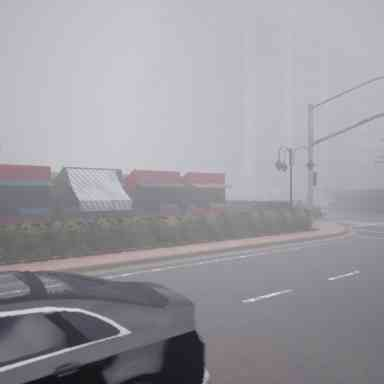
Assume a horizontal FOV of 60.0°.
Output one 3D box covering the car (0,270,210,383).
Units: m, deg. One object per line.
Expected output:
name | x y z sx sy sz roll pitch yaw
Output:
car | -2.130 1.491 2.476 4.902 1.511 2.128 0 0 -35

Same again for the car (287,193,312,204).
car | 19.024 1.114 59.110 1.905 1.878 3.866 0 0 -36

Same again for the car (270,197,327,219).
car | 8.788 1.437 27.845 2.128 1.511 4.902 0 0 -36

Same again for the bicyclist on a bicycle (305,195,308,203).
bicyclist on a bicycle | 15.550 1.246 44.917 1.656 1.620 0.582 0 0 -36

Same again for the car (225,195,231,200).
car | 2.749 1.166 36.195 2.150 2.045 5.566 0 0 -36

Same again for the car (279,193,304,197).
car | 16.632 1.114 57.399 1.905 1.878 3.866 0 0 -36
